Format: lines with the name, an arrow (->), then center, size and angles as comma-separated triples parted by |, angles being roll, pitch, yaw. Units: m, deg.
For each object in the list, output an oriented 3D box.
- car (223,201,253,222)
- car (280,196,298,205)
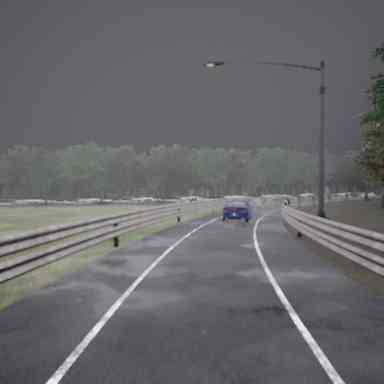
car -> 3.619, 1.419, 25.856 | 1.882, 1.535, 5.008 | 0, 0, 15
car -> 15.584, 1.325, 53.258 | 2.128, 1.511, 4.902 | 0, 1, 32
